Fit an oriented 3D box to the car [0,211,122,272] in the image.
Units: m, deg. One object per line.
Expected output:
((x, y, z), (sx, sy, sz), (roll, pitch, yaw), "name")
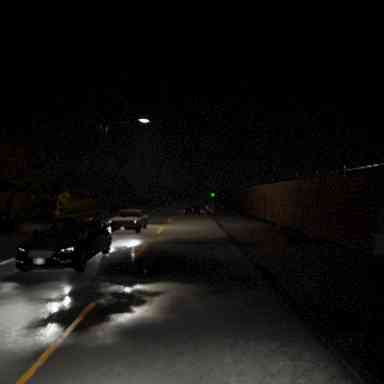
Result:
((-4.075, 1.609, 11.345), (2.128, 1.511, 4.902), (0, -1, 0), "car")

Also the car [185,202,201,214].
((0.085, 1.958, 42.236), (1.812, 1.442, 4.674), (0, -1, 0), "car")

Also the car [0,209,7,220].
((-14.566, 1.407, 22.576), (3.633, 1.501, 1.845), (0, -1, -3), "car")

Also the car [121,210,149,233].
((-4.004, 1.821, 21.404), (1.895, 1.301, 4.718), (0, -1, 0), "car")
